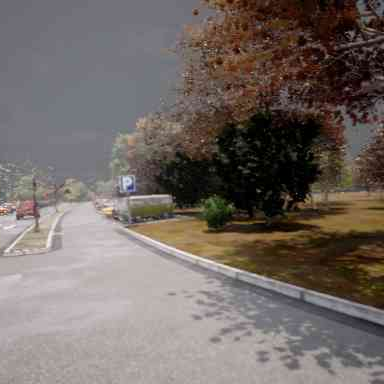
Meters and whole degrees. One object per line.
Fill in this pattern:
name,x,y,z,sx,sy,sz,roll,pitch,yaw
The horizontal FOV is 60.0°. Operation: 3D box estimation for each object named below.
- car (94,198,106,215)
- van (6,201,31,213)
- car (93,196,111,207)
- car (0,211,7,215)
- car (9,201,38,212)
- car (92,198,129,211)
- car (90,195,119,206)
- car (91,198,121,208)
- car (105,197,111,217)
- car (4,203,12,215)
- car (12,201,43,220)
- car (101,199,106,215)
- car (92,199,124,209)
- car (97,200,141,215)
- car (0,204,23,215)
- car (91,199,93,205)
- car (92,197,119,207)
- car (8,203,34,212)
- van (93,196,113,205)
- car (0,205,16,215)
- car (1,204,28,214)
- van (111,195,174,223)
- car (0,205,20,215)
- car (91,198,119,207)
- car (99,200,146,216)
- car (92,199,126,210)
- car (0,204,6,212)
car,-6.835,1.661,34.327,5.366,1.575,1.946,-3,0,-40
van,-37.876,3.249,72.615,4.442,1.987,1.878,-5,1,-36
car,-9.727,1.669,42.794,4.553,1.767,2.185,-3,0,-39
car,-11.390,2.103,17.380,2.128,1.511,4.902,-4,1,-22
car,-39.631,3.302,78.308,5.566,2.045,2.435,-5,1,-36
car,-12.549,1.920,51.225,5.008,1.535,2.097,-3,0,-38
car,-19.451,1.959,73.937,5.566,2.045,2.435,-3,0,-36
car,-16.115,2.073,62.525,5.008,1.535,2.097,-3,0,-37
car,-4.652,1.435,28.884,4.553,1.767,2.185,-3,0,-41
car,-32.869,3.140,55.187,4.553,1.767,2.185,-5,1,-37
car,-20.233,2.209,41.120,2.150,2.045,5.566,-4,1,-19
car,-5.525,1.597,31.795,5.366,1.575,1.946,-3,0,-40
car,-14.331,2.027,56.889,4.792,1.488,2.163,-3,0,-37
car,-8.714,1.789,40.018,4.674,1.452,2.002,-3,0,-39
car,-35.604,3.389,63.744,5.366,1.575,1.946,-5,1,-36
car,-10.518,1.825,45.730,5.366,1.575,1.946,-3,0,-39
car,-16.993,1.984,65.349,4.553,1.767,2.185,-3,0,-36
car,-38.774,3.517,75.439,5.008,1.535,2.097,-5,1,-36
van,-22.825,2.123,85.292,4.442,1.987,1.878,-3,1,-36
car,-33.743,3.306,58.076,4.892,1.521,2.231,-5,1,-37
car,-37.143,3.480,69.630,4.792,1.488,2.163,-5,1,-36
van,-3.653,1.287,26.064,4.442,1.987,1.878,-3,0,-41
car,-34.622,3.343,60.964,5.008,1.535,2.097,-5,1,-37
car,-17.808,2.145,68.211,4.892,1.521,2.231,-3,0,-36
car,-7.713,1.743,37.231,4.674,1.452,2.002,-3,0,-40
car,-13.478,1.991,54.019,4.792,1.488,2.163,-3,1,-38
car,-31.086,3.187,49.408,5.008,1.535,2.097,-5,1,-38
